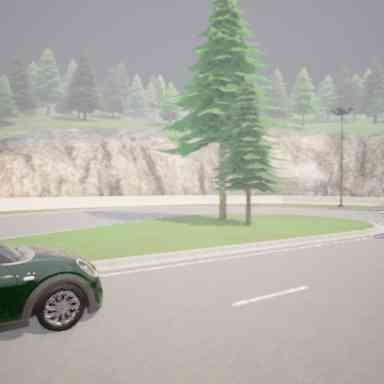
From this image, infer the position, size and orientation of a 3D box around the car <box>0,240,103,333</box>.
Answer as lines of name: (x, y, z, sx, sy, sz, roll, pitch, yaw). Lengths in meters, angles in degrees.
car: (-3.756, 1.293, 5.164, 4.553, 1.767, 2.097, 0, 1, -37)
